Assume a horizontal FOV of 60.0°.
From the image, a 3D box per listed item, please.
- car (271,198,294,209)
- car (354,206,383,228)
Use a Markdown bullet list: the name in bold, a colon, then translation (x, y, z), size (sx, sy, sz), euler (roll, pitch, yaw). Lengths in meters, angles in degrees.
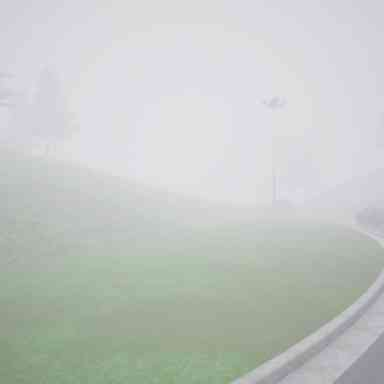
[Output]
- **car**: translation (12.970, 1.625, 48.160), size (1.882, 1.535, 5.008), euler (0, -1, -7)
- **car**: translation (12.613, 1.602, 22.415), size (1.994, 1.385, 4.181), euler (0, 0, 6)
